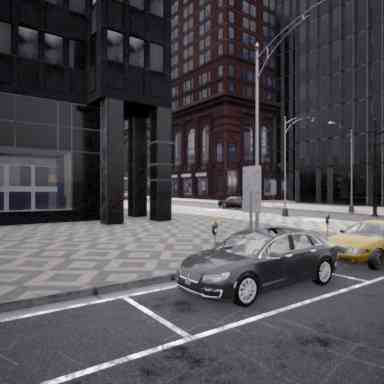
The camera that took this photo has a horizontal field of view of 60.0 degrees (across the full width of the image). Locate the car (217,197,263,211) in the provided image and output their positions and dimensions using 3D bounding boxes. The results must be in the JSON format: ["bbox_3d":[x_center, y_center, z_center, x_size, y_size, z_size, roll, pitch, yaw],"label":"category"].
[{"bbox_3d":[4.682,1.171,32.712,1.895,1.301,4.718,0,1,-36],"label":"car"}]

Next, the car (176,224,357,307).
[{"bbox_3d":[1.688,1.550,7.869,4.403,1.369,2.008,0,0,-36],"label":"car"}]

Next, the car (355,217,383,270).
[{"bbox_3d":[6.029,1.524,10.983,4.829,1.417,1.752,0,0,-36],"label":"car"}]

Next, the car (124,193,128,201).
[{"bbox_3d":[-8.988,0.684,51.644,1.812,1.442,4.674,0,1,-35],"label":"car"}]
